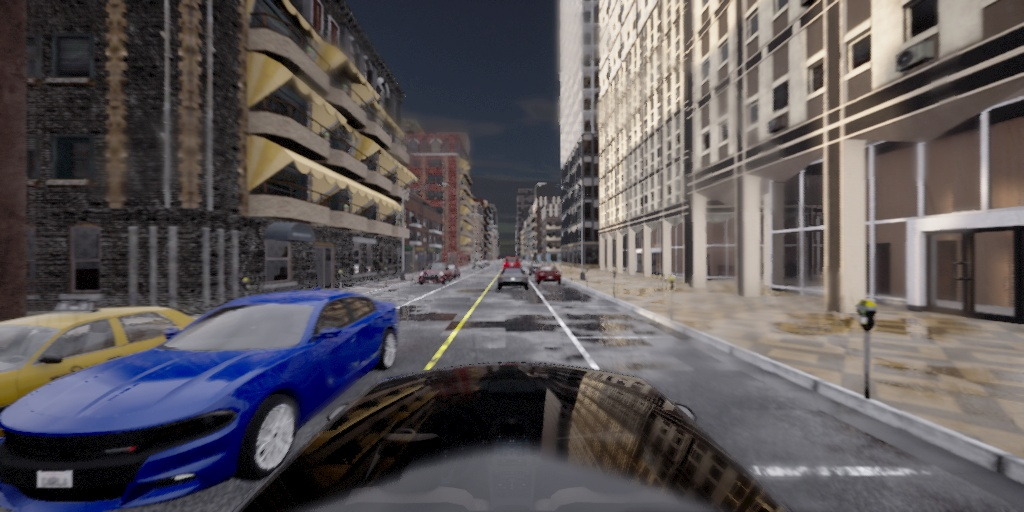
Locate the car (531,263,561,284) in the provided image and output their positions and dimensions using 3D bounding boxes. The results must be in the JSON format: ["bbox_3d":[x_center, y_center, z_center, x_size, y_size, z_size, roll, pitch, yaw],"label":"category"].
[{"bbox_3d":[2.653,1.358,27.202,1.888,1.381,4.507,0,0,0],"label":"car"}]

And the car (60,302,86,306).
[{"bbox_3d":[-5.690,1.299,4.425,1.751,1.417,4.829,0,0,0],"label":"car"}]

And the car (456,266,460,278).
[{"bbox_3d":[-5.737,1.435,32.836,1.802,1.307,4.207,0,0,0],"label":"car"}]

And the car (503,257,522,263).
[{"bbox_3d":[0.027,1.091,43.550,2.150,2.045,5.566,0,0,1],"label":"car"}]

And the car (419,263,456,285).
[{"bbox_3d":[-5.727,1.276,27.188,1.967,1.591,4.097,0,0,0],"label":"car"}]

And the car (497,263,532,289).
[{"bbox_3d":[0.062,1.376,24.083,1.994,1.385,4.181,0,0,0],"label":"car"}]

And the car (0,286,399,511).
[{"bbox_3d":[-3.101,1.245,4.926,1.882,1.535,5.008,0,0,0],"label":"car"}]

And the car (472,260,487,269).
[{"bbox_3d":[-5.785,1.492,61.079,2.007,1.370,4.403,0,0,0],"label":"car"}]
